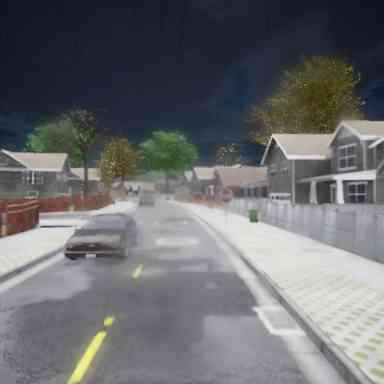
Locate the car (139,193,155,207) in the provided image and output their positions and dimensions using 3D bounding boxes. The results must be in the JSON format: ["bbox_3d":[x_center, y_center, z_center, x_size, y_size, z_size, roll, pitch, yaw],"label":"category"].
[{"bbox_3d":[-6.920,1.266,51.202,2.150,2.045,5.566,0,2,-9],"label":"car"}]

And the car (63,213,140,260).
[{"bbox_3d":[-3.124,1.536,12.652,2.033,1.411,5.357,0,0,-2],"label":"car"}]
